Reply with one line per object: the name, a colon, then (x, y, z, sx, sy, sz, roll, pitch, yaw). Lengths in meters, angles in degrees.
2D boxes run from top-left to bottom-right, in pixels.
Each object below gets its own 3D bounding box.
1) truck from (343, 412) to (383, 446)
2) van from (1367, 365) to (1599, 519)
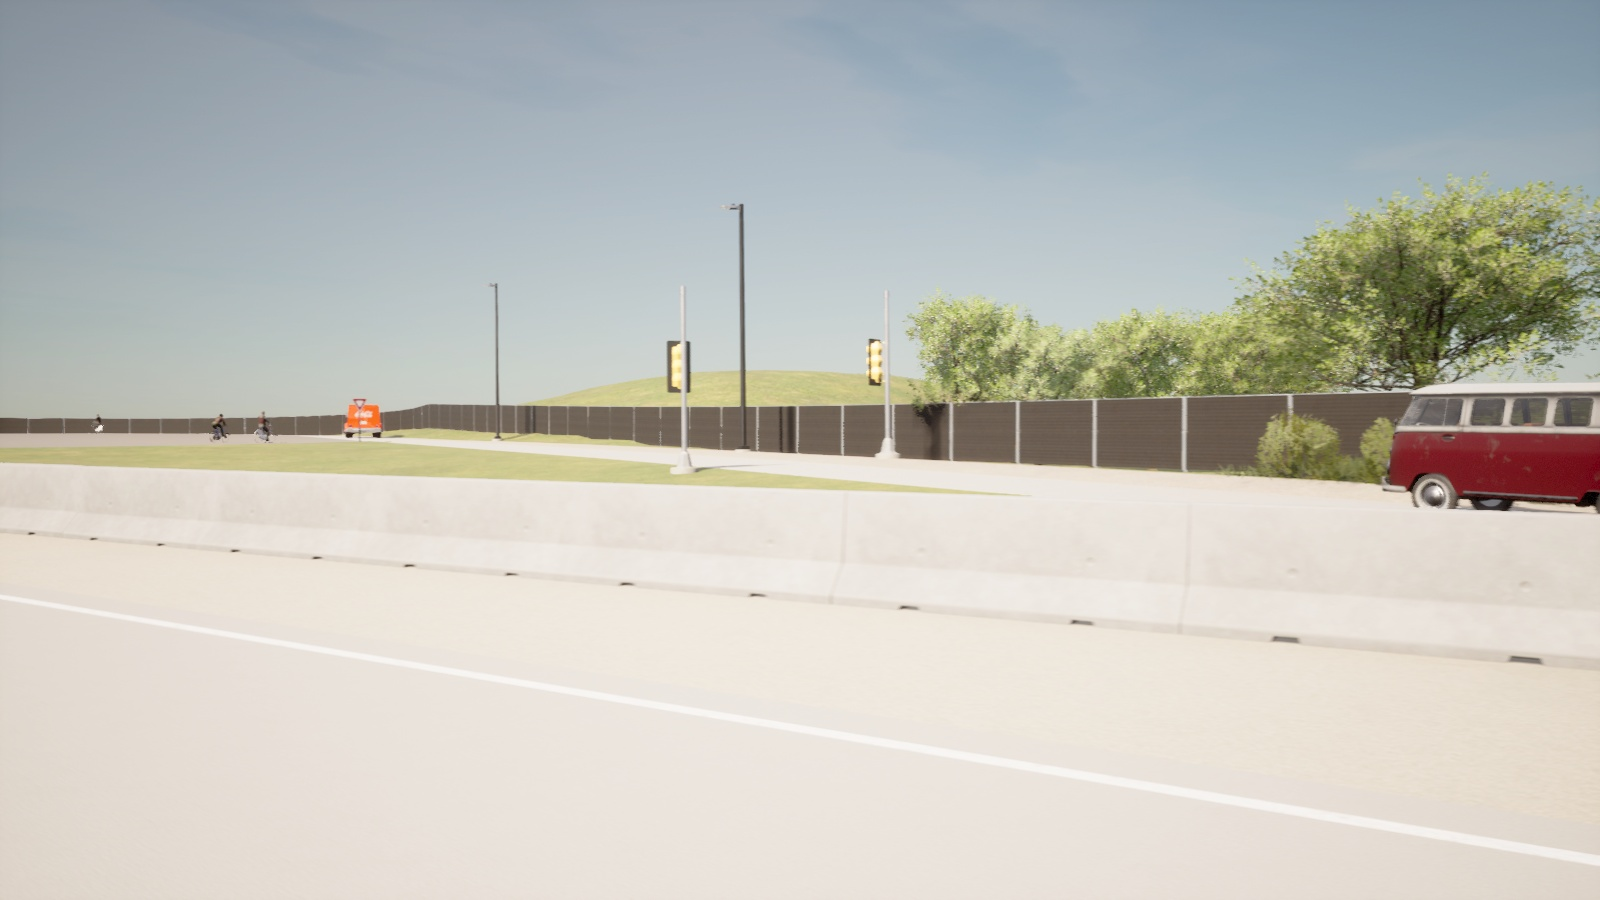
truck: (-32.656, -1.564, 93.759, 2.627, 2.467, 5.204, -1, 1, -21)
van: (10.492, -0.145, 17.562, 1.775, 1.987, 4.442, -2, 2, -32)
